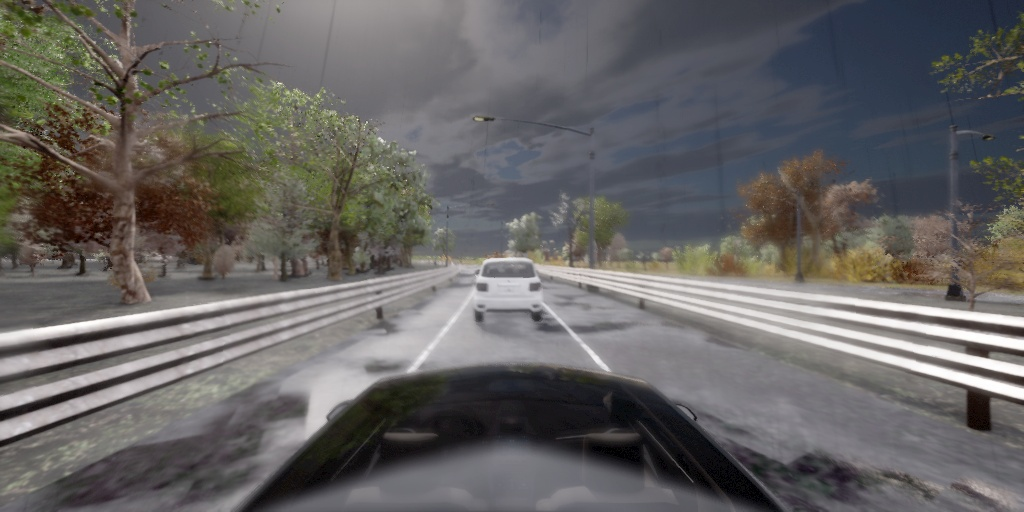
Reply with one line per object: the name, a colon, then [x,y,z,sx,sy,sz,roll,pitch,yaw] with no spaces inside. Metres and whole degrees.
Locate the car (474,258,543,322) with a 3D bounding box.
car: [-0.165,1.109,13.149,2.150,2.045,5.566,0,0,-2]

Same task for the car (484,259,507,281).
car: [-1.802,1.376,37.412,2.150,2.045,5.566,0,0,-6]
